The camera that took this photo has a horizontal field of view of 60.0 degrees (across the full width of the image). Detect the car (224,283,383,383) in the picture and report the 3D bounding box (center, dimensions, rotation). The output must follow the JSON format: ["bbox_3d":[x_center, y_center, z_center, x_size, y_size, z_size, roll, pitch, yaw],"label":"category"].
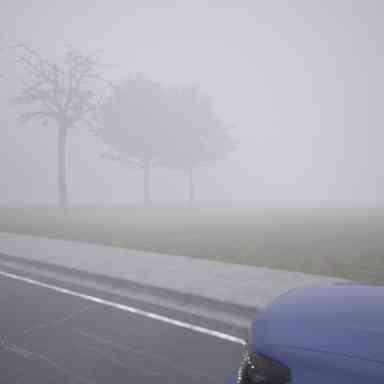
[{"bbox_3d":[2.864,1.212,1.643,5.566,2.045,2.150,-1,-1,35],"label":"car"}]
